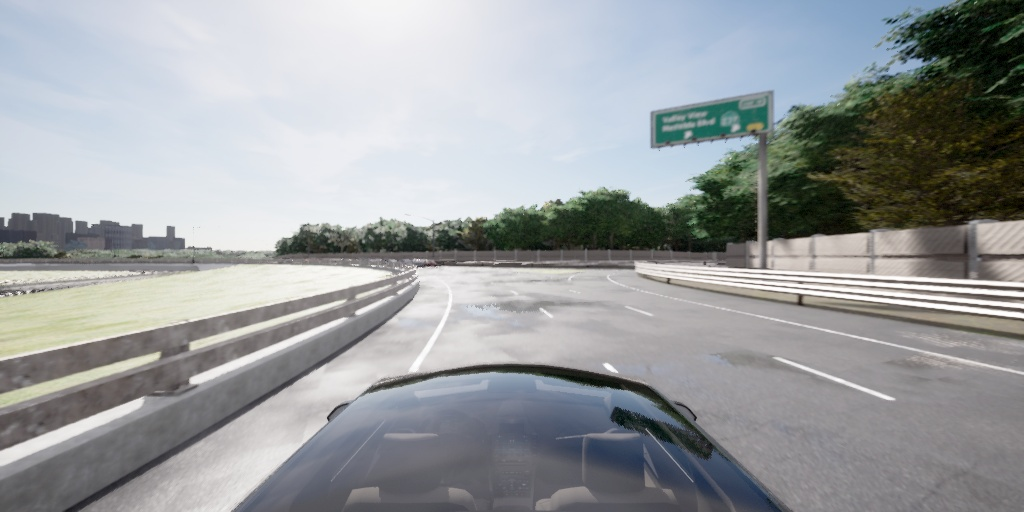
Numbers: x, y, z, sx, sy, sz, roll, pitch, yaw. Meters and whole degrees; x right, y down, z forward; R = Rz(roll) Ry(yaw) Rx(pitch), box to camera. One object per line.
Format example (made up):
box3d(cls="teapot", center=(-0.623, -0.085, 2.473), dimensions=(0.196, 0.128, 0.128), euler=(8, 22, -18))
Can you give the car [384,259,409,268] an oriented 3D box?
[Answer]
box3d(cls="car", center=(-19.969, 1.483, 61.882), dimensions=(1.895, 1.301, 4.718), euler=(0, 0, -37))
